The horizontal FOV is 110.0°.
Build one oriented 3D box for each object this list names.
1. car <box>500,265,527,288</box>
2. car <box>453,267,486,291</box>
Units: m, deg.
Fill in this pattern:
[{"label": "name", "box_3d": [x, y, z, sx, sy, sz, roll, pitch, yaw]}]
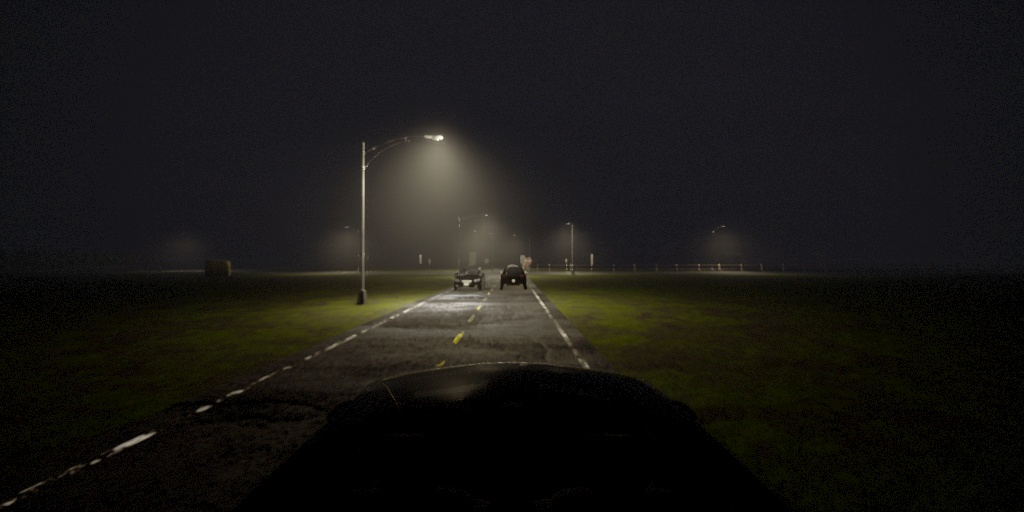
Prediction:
[{"label": "car", "box_3d": [0.103, 1.539, 26.721, 1.882, 1.535, 5.008, 0, 0, 0]}, {"label": "car", "box_3d": [-2.843, 1.528, 24.790, 2.128, 1.511, 4.902, 0, -1, 0]}]
